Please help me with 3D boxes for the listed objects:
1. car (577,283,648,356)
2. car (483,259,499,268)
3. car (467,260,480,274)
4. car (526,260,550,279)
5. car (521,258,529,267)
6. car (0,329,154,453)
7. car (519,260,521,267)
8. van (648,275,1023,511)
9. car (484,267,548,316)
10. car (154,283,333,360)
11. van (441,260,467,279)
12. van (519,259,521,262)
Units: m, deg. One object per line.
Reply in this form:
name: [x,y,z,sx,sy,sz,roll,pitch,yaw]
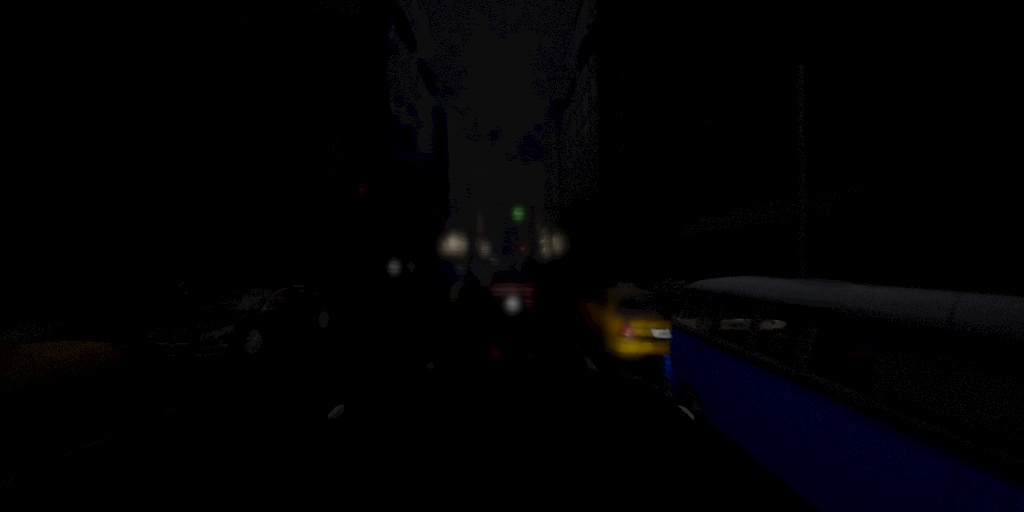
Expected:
car: [2.667,1.328,8.568,1.751,1.417,4.829,0,0,0]
car: [-3.067,1.695,57.076,1.812,1.442,4.674,0,0,0]
car: [-5.862,1.413,46.746,2.192,1.841,5.009,0,0,0]
car: [2.665,1.454,35.592,1.967,1.591,4.097,0,0,0]
car: [2.663,1.413,46.763,2.192,1.841,5.009,0,0,0]
car: [-5.857,1.283,2.542,1.751,1.417,4.829,0,0,0]
car: [2.662,1.725,57.933,2.007,1.370,4.403,0,0,0]
van: [2.668,1.099,2.729,1.690,1.789,3.998,0,0,0]
car: [0.038,1.337,13.866,2.128,1.511,4.902,0,0,1]
car: [-5.858,1.353,8.379,2.007,1.370,4.403,0,0,0]
van: [-5.861,1.355,35.574,1.690,1.789,3.998,0,0,0]
van: [2.661,1.551,63.519,1.690,1.789,3.998,0,0,0]
